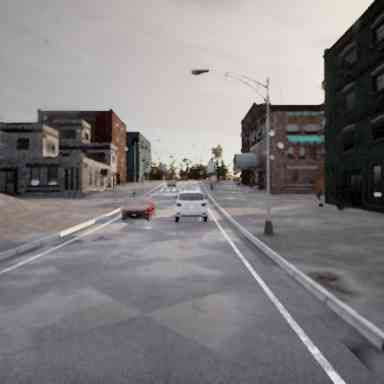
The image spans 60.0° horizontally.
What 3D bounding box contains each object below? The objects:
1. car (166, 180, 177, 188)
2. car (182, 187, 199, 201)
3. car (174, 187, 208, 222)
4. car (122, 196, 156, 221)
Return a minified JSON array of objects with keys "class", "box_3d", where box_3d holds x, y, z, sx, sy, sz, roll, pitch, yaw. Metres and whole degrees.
[{"class":"car","box_3d":[-3.980,-1.612,65.615,1.837,1.490,4.892,0,4,0]},{"class":"car","box_3d":[-0.197,0.204,42.492,2.033,1.411,5.357,0,4,0]},{"class":"car","box_3d":[-0.059,0.879,23.586,2.150,2.045,5.566,0,2,0]},{"class":"car","box_3d":[-3.759,1.128,23.970,1.882,1.535,5.008,0,2,0]}]
